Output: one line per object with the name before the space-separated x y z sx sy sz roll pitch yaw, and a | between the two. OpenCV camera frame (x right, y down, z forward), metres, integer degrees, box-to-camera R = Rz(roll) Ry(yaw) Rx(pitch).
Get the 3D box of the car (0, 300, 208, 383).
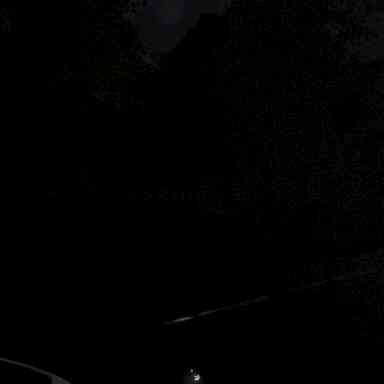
car | -2.102 1.501 2.246 4.892 1.490 1.837 1 0 -36
